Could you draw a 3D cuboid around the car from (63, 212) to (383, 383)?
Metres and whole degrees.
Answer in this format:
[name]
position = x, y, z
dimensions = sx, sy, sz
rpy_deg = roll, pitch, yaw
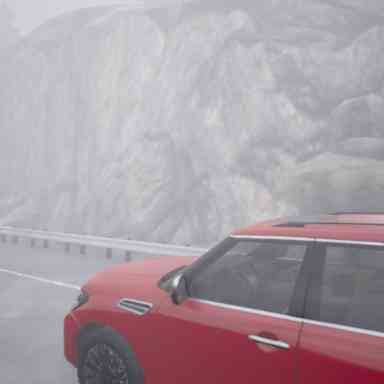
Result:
[car]
position = 1.202, 1.214, 3.040
dimensions = 5.566, 2.045, 2.150
rpy_deg = 0, 0, 35
